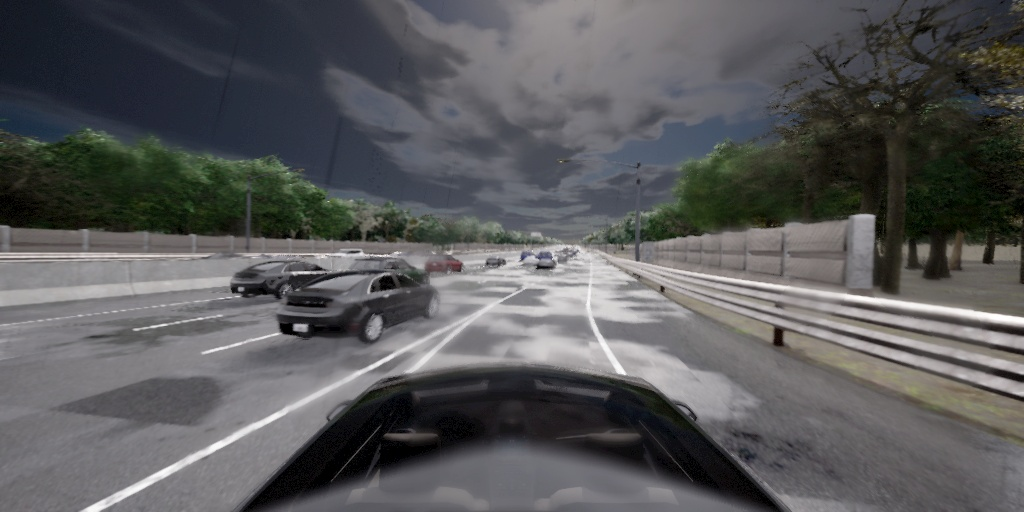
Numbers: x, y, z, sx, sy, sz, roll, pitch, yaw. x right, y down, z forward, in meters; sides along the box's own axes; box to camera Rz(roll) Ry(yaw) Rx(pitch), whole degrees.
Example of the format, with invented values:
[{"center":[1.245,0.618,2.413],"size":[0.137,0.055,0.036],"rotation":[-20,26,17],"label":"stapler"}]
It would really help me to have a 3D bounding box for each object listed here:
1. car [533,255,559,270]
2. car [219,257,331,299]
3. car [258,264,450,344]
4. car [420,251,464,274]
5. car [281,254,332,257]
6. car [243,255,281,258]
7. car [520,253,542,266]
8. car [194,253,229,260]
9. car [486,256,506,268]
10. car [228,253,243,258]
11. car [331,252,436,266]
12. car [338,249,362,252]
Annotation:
[{"center":[4.225,0.908,43.559],"size":[1.994,1.385,4.181],"rotation":[1,1,12],"label":"car"},{"center":[-9.283,0.945,15.374],"size":[1.837,1.490,4.892],"rotation":[1,1,13],"label":"car"},{"center":[-3.501,1.109,9.216],"size":[1.837,1.490,4.892],"rotation":[1,1,13],"label":"car"},{"center":[-5.764,0.675,30.927],"size":[2.097,1.767,4.553],"rotation":[1,1,13],"label":"car"},{"center":[-16.717,0.750,30.488],"size":[1.895,1.301,4.718],"rotation":[1,1,13],"label":"car"},{"center":[-20.064,0.630,31.548],"size":[2.033,1.411,5.357],"rotation":[1,1,13],"label":"car"},{"center":[2.875,0.718,53.676],"size":[1.812,1.442,4.674],"rotation":[1,1,12],"label":"car"},{"center":[-26.839,0.456,33.289],"size":[1.837,1.490,4.892],"rotation":[1,1,13],"label":"car"},{"center":[-2.095,0.689,47.381],"size":[2.128,1.511,4.902],"rotation":[1,1,12],"label":"car"},{"center":[-23.257,0.576,33.268],"size":[1.994,1.385,4.181],"rotation":[1,1,13],"label":"car"},{"center":[-5.517,0.845,16.145],"size":[2.097,1.767,4.553],"rotation":[1,1,13],"label":"car"},{"center":[-23.033,0.046,50.105],"size":[2.150,2.045,5.566],"rotation":[1,1,13],"label":"car"}]
